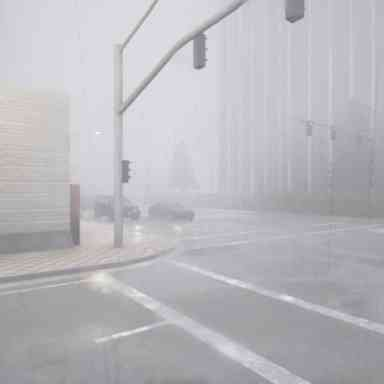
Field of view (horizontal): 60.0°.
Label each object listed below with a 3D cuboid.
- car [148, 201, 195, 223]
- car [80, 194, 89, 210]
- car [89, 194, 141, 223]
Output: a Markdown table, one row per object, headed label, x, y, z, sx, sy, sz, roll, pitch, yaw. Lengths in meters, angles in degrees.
| label | x | y | z | sx | sy | sz | roll | pitch | yaw |
| --- | --- | --- | --- | --- | --- | --- | --- | --- | --- |
| car | -1.720 | 1.525 | 26.763 | 1.882 | 1.535 | 5.008 | 0 | 0 | -36 |
| car | -13.962 | 1.256 | 43.952 | 2.150 | 2.045 | 5.566 | 0 | 0 | -36 |
| car | -6.201 | 1.269 | 27.001 | 2.150 | 2.045 | 5.566 | 0 | 0 | -35 |
